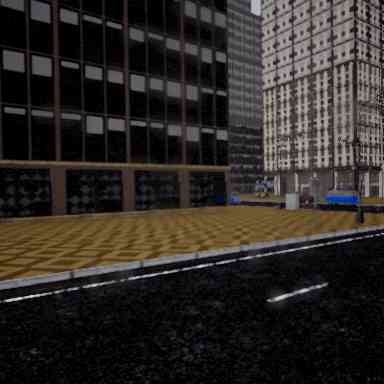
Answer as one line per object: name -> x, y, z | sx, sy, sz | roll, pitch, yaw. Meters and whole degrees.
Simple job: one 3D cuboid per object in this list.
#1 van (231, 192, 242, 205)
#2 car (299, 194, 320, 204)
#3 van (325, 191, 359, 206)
van -> 4.943, 0.844, 44.780 | 1.690, 1.788, 3.998 | -1, 1, -34
car -> 15.007, 0.902, 44.907 | 1.887, 1.381, 4.507 | -1, 1, -34
van -> 18.184, 0.724, 40.369 | 1.690, 1.788, 3.998 | -1, 1, -34
